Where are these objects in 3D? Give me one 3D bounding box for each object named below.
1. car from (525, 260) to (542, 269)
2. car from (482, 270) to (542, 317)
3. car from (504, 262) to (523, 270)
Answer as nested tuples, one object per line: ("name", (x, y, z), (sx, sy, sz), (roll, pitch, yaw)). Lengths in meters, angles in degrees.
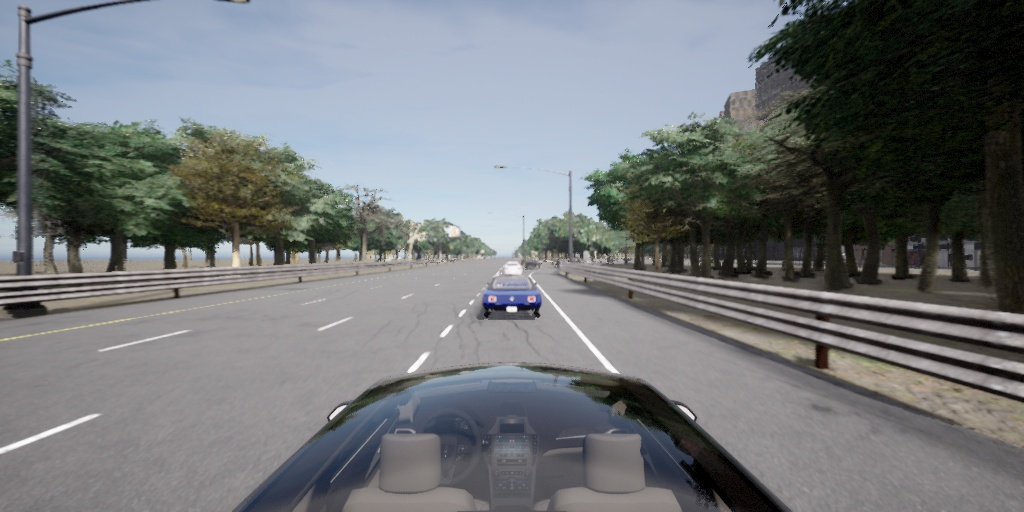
("car", (3.380, 1.302, 55.961), (1.837, 1.490, 4.892), (-1, 0, 16))
("car", (0.002, 1.361, 13.291), (1.895, 1.301, 4.718), (0, 0, 0))
("car", (0.133, 1.305, 35.232), (1.812, 1.442, 4.674), (0, 0, 2))
